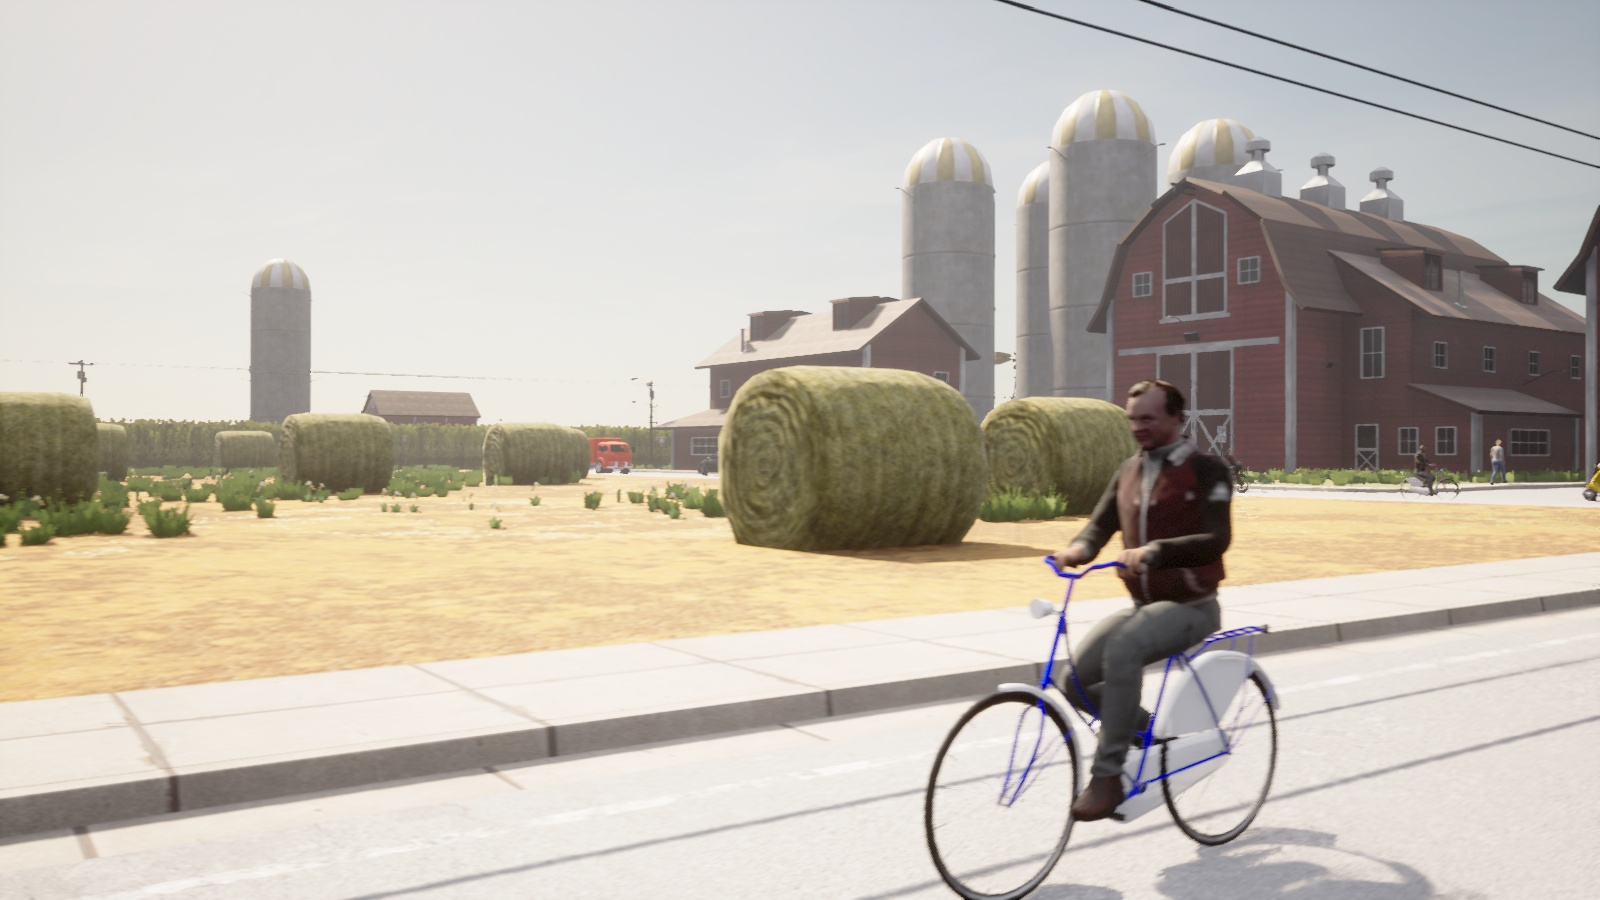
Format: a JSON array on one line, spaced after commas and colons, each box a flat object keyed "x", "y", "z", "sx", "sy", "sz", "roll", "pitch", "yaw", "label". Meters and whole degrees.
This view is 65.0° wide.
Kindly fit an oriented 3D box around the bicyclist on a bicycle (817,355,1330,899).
[{"x": 1.001, "y": 0.624, "z": 4.356, "sx": 1.843, "sy": 1.776, "sz": 0.659, "roll": 0, "pitch": 0, "yaw": -35, "label": "bicyclist on a bicycle"}]

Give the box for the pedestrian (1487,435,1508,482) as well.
[{"x": 27.491, "y": 0.319, "z": 49.499, "sx": 0.706, "sy": 1.836, "sz": 0.354, "roll": 0, "pitch": 0, "yaw": -26, "label": "pedestrian"}]

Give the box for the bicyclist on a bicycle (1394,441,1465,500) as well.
[{"x": 19.632, "y": 0.638, "z": 39.188, "sx": 0.659, "sy": 1.776, "sz": 1.843, "roll": -1, "pitch": 0, "yaw": -36, "label": "bicyclist on a bicycle"}]

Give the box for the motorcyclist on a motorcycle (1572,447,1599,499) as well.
[{"x": 24.673, "y": 0.697, "z": 38.190, "sx": 0.866, "sy": 1.590, "sz": 1.817, "roll": 0, "pitch": 0, "yaw": -36, "label": "motorcyclist on a motorcycle"}]

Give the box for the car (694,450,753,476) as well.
[{"x": -4.864, "y": 0.819, "z": 79.030, "sx": 1.851, "sy": 1.617, "sz": 3.988, "roll": 0, "pitch": 0, "yaw": -36, "label": "car"}]

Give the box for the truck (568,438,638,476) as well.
[{"x": -13.335, "y": 0.466, "z": 84.769, "sx": 2.627, "sy": 2.467, "sz": 5.204, "roll": 0, "pitch": 0, "yaw": -36, "label": "truck"}]
